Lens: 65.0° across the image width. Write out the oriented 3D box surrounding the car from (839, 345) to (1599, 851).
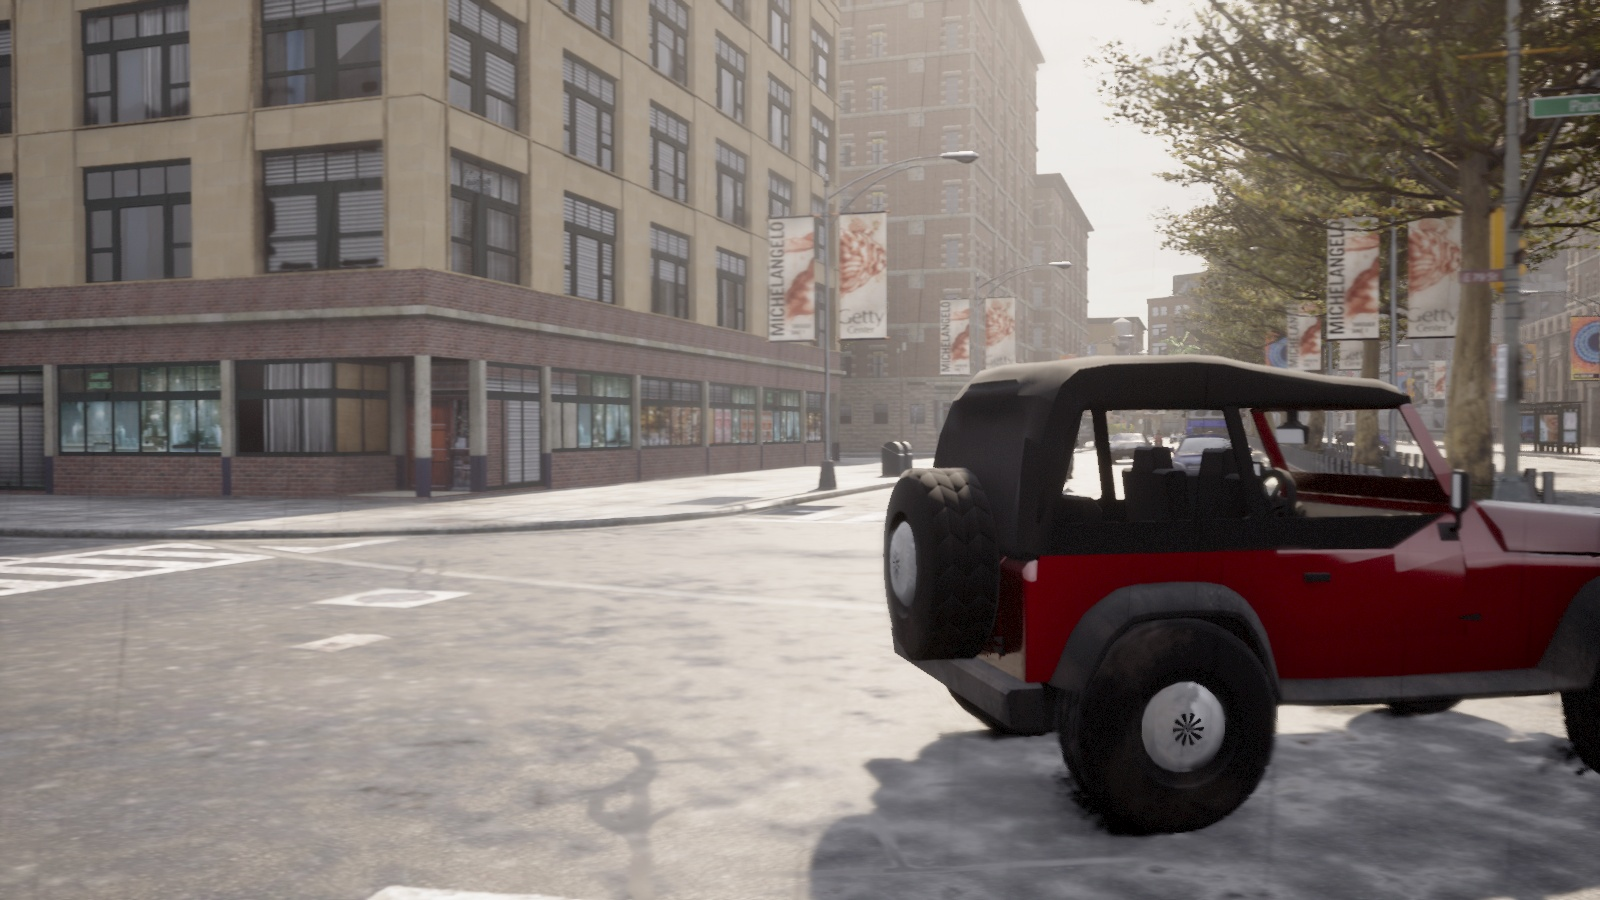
[{"bbox_3d":[2.293,0.535,5.970,3.866,1.878,1.905,0,1,-12],"label":"car"}]
